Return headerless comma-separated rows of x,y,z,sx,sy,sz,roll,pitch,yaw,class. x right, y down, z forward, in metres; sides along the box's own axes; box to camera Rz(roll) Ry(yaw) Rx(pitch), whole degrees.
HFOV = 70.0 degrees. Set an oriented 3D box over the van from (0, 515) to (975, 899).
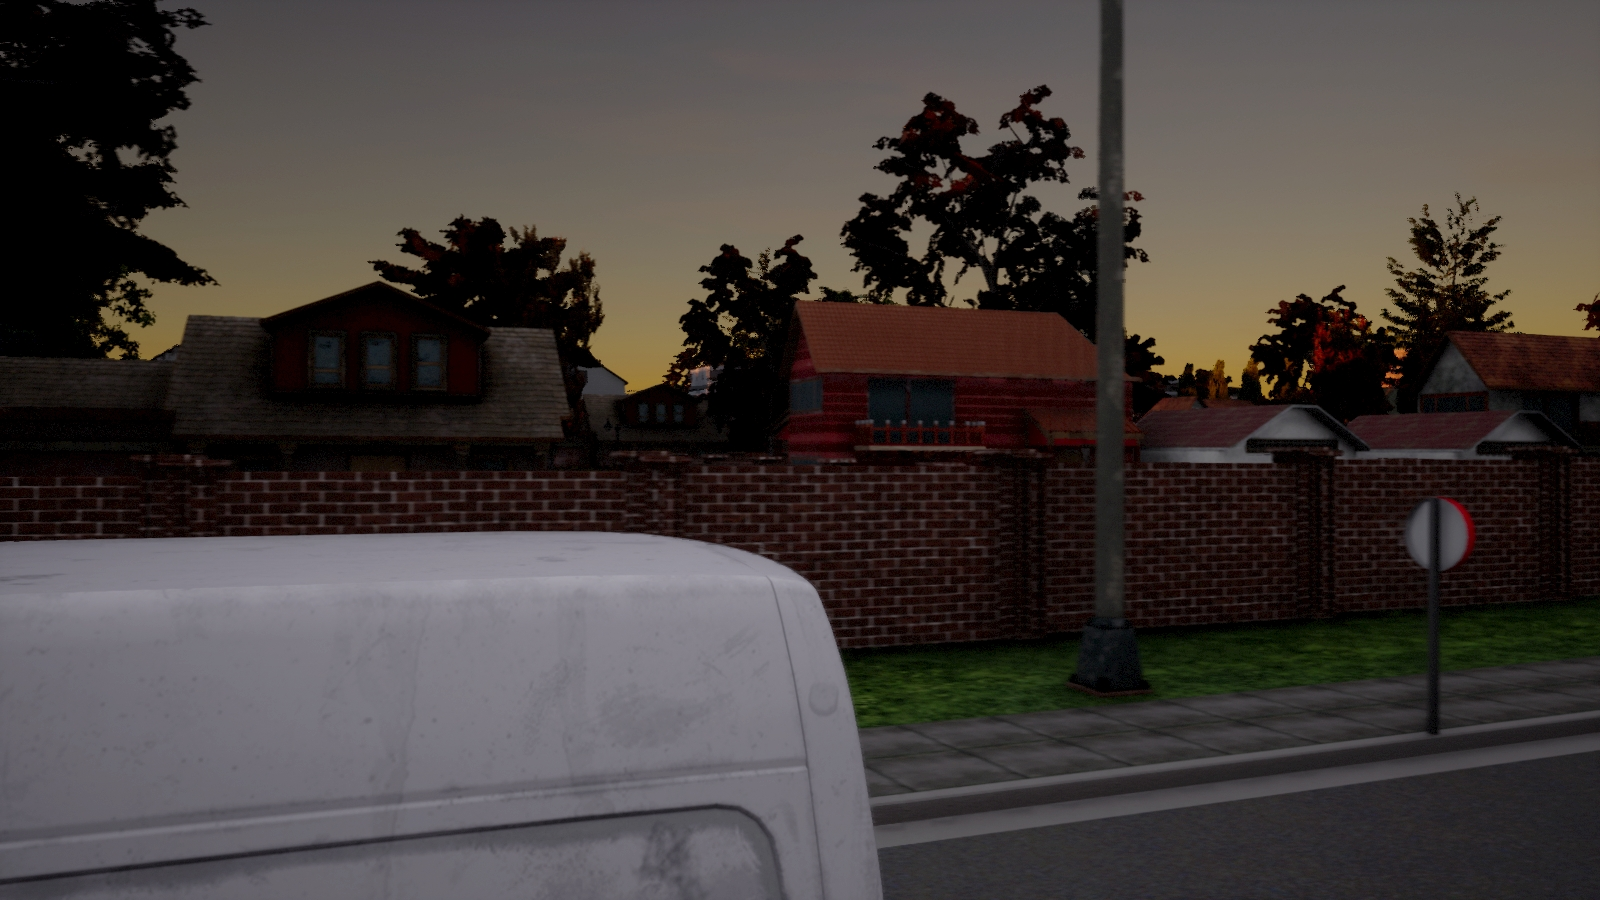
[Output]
-2.758,1.514,2.291,5.915,2.561,1.988,0,0,-20,van
